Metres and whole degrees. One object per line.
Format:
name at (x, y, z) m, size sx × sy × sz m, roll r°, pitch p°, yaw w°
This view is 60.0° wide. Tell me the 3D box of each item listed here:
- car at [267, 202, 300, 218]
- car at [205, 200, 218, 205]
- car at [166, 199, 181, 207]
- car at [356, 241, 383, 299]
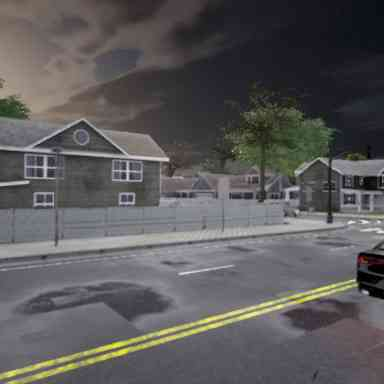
car at (8.567, 1.774, 33.502) m, size 2.128 × 1.511 × 4.902 m, roll 1°, pitch 0°, yaw -35°
car at (2.981, 1.777, 41.399) m, size 1.882 × 1.535 × 5.008 m, roll 1°, pitch -1°, yaw -35°
car at (-3.278, 1.845, 50.258) m, size 1.812 × 1.442 × 4.674 m, roll 1°, pitch 0°, yaw -35°
car at (5.701, 1.563, 7.501) m, size 5.008 × 1.535 × 1.882 m, roll 1°, pitch 0°, yaw -35°
